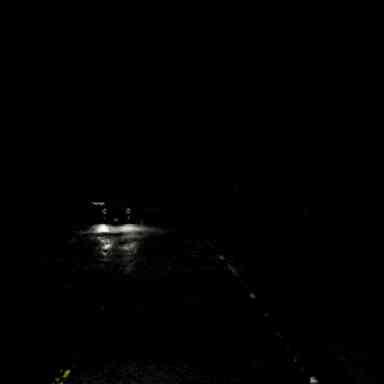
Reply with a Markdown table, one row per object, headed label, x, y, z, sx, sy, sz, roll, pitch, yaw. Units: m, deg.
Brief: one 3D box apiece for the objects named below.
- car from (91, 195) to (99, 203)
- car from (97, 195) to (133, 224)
| label | x | y | z | sx | sy | sz | roll | pitch | yaw |
| --- | --- | --- | --- | --- | --- | --- | --- | --- | --- |
| car | -17.902 | 1.317 | 63.286 | 2.033 | 1.411 | 5.357 | 0 | 0 | -25 |
| car | -5.419 | 1.264 | 24.228 | 2.097 | 1.767 | 4.553 | 0 | 0 | -10 |
